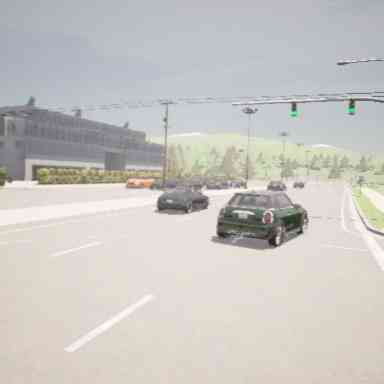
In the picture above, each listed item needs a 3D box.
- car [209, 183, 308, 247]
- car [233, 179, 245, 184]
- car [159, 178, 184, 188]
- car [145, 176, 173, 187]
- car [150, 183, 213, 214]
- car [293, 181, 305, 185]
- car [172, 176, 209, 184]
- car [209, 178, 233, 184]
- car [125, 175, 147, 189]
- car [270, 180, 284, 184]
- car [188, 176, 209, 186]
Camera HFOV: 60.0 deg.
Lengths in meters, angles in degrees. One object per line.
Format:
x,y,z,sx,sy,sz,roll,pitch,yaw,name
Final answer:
2.775,0.741,12.308,2.097,1.767,4.553,4,4,33,car
7.976,-1.462,57.348,2.128,1.511,4.902,4,4,25,car
-3.048,-1.433,50.221,1.994,1.385,4.181,4,4,25,car
-3.455,-0.931,41.062,1.994,1.385,4.181,4,4,25,car
-0.393,0.399,19.798,1.994,1.385,4.181,4,4,23,car
22.198,-1.511,69.017,2.128,1.511,4.902,4,4,24,car
-0.107,-0.792,39.968,1.837,1.490,4.892,4,4,25,car
3.766,-1.258,48.274,2.097,1.767,4.553,4,4,25,car
-6.550,-1.360,42.661,2.097,1.767,4.553,4,4,25,car
12.001,-0.840,46.809,2.097,1.767,4.553,4,4,25,car
1.242,-1.993,59.417,2.097,1.767,4.553,4,4,25,car
